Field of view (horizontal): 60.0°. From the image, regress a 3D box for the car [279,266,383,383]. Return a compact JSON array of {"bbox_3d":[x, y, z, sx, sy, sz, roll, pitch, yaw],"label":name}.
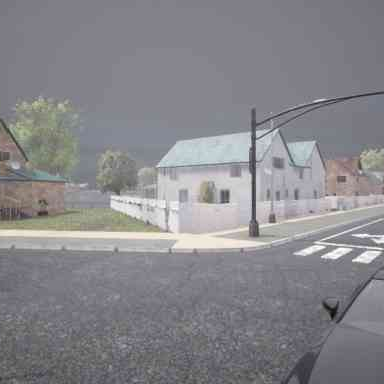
[{"bbox_3d":[2.504,1.524,3.356,1.812,1.442,4.674,0,0,41],"label":"car"}]
